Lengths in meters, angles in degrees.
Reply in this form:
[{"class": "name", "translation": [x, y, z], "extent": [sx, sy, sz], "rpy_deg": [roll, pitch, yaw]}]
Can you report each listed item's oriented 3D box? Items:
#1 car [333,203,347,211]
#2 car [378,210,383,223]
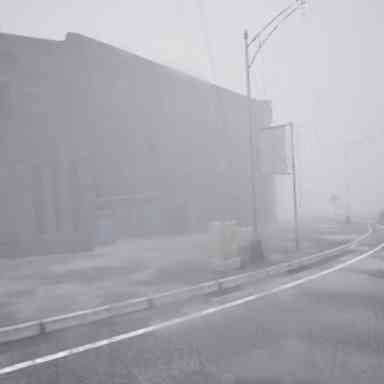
[{"class": "car", "translation": [31.915, 3.175, 71.730], "extent": [2.097, 1.767, 4.553], "rpy_deg": [-2, -2, 34]}, {"class": "car", "translation": [18.455, 2.211, 30.453], "extent": [2.033, 1.411, 5.357], "rpy_deg": [-3, -3, 19]}]
